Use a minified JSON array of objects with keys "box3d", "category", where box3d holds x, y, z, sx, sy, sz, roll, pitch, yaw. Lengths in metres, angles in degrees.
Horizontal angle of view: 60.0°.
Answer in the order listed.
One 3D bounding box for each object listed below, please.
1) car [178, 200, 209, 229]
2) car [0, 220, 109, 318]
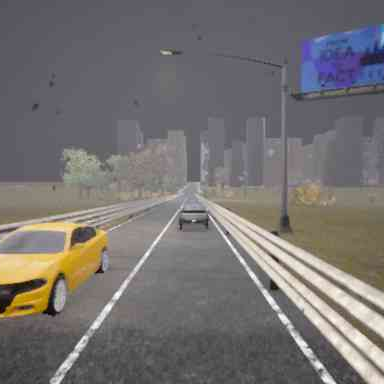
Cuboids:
[{"box3d":[0.113,1.484,21.726,2.128,1.511,4.902,0,0,0],"category":"car"},{"box3d":[-3.334,1.475,7.724,1.882,1.535,5.008,0,0,0],"category":"car"}]
